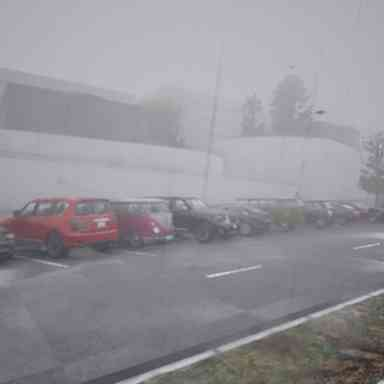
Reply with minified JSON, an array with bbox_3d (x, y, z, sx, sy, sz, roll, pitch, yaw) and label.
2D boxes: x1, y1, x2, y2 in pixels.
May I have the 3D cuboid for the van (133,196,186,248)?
[{"bbox_3d":[-2.725,1.258,14.522,4.442,1.987,1.878,-1,-1,35],"label":"van"}]

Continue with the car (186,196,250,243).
[{"bbox_3d":[-0.368,1.225,16.303,5.566,2.045,2.435,-1,-1,35],"label":"car"}]

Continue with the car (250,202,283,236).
[{"bbox_3d":[2.041,1.470,18.038,4.892,1.521,2.231,-1,0,35],"label":"car"}]

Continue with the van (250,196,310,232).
[{"bbox_3d":[4.367,1.236,19.839,4.442,1.987,1.878,-1,0,35],"label":"van"}]

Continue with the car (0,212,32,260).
[{"bbox_3d":[-7.682,1.535,11.115,4.674,1.452,2.002,-1,0,35],"label":"car"}]

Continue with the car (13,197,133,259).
[{"bbox_3d":[-5.282,1.241,12.866,5.566,2.045,2.435,-1,-1,35],"label":"car"}]

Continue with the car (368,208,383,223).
[{"bbox_3d":[11.799,1.465,24.964,4.792,1.488,2.163,-1,-1,35],"label":"car"}]

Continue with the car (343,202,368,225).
[{"bbox_3d":[9.328,1.484,23.230,4.674,1.452,2.002,-1,0,35],"label":"car"}]

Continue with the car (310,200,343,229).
[{"bbox_3d":[6.920,1.326,21.486,4.553,1.767,2.185,-1,0,34],"label":"car"}]
